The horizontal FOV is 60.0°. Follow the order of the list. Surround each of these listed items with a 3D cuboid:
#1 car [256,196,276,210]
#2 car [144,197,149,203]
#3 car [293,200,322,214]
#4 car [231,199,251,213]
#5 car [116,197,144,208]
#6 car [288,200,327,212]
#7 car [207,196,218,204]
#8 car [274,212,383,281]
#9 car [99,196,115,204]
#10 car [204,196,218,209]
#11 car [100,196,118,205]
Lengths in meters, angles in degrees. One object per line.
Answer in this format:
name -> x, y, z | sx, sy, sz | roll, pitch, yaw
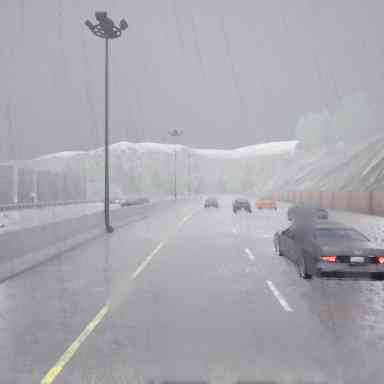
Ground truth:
car -> 9.515, 1.354, 43.181 | 2.097, 1.767, 4.553 | 0, 0, 4
car -> -10.018, 1.599, 67.257 | 1.895, 1.301, 4.718 | 0, 0, 3
car -> 12.483, 1.564, 36.226 | 1.994, 1.385, 4.181 | 0, 0, 5
car -> 5.569, 1.506, 37.594 | 1.837, 1.490, 4.892 | 0, 0, 4
car -> -8.154, 1.601, 44.313 | 1.895, 1.301, 4.718 | 0, 0, 4
car -> 8.068, 1.493, 23.539 | 2.128, 1.511, 4.902 | 0, 0, 4
car -> 3.947, 1.547, 64.207 | 2.033, 1.411, 5.357 | 0, 0, 4
car -> 3.801, 1.547, 9.885 | 2.033, 1.411, 5.357 | 0, 0, 3
car -> -17.046, 1.554, 66.798 | 1.994, 1.385, 4.181 | 0, 0, 3
car -> 2.738, 1.601, 46.315 | 1.895, 1.301, 4.718 | 0, 0, 4
car -> -14.070, 1.547, 58.997 | 2.033, 1.411, 5.357 | 0, 0, 4
